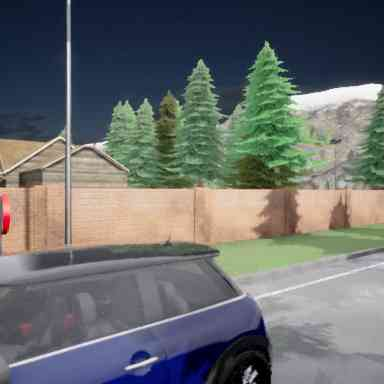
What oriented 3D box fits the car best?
[{"bbox_3d":[-1.400,1.352,2.981,4.553,1.767,2.097,0,0,-36],"label":"car"}]
